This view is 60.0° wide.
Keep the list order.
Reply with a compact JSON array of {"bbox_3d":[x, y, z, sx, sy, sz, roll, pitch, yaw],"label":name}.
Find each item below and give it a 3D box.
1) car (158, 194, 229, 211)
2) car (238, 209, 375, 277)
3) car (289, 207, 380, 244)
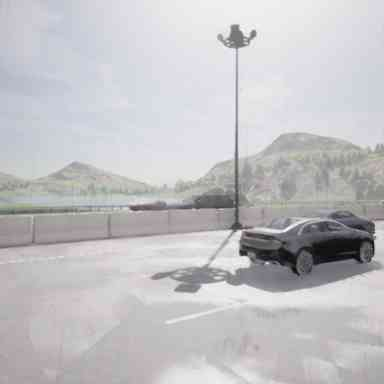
[{"bbox_3d":[0.645,1.176,25.036,5.566,2.045,2.150,0,0,-30],"label":"car"},{"bbox_3d":[3.649,1.478,10.222,4.902,1.511,2.128,0,0,-32],"label":"car"},{"bbox_3d":[7.030,1.544,16.347,4.181,1.385,1.994,0,0,-30],"label":"car"}]
